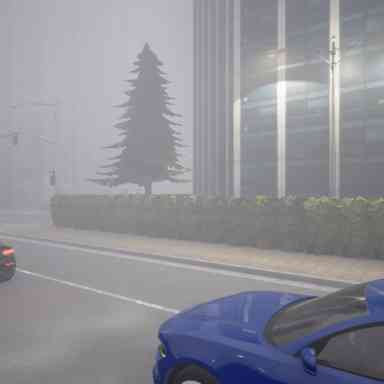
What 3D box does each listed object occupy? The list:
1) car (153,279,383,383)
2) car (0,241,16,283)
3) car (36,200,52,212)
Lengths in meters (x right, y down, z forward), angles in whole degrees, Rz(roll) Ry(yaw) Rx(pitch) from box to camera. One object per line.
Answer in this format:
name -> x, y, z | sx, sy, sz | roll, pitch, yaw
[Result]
car -> 1.900, 1.478, 2.639 | 5.008, 1.535, 1.882 | 0, 0, 36
car -> -6.228, 1.526, 8.390 | 4.674, 1.442, 1.812 | 0, 0, 36
car -> -15.898, 1.504, 39.325 | 1.837, 1.490, 4.892 | 0, 0, 36
